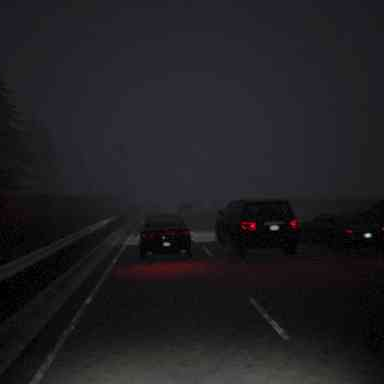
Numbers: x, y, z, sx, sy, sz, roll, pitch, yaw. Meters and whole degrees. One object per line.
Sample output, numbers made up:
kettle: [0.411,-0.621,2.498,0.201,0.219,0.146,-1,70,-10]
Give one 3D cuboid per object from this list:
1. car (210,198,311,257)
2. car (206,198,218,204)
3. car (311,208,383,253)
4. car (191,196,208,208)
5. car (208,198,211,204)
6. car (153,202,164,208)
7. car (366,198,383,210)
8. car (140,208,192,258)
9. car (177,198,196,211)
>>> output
car: [2.411,1.285,13.493,2.150,2.045,5.566,-2,0,-6]
car: [5.144,2.255,85.666,2.128,1.511,4.902,-2,-1,-6]
car: [5.930,1.509,13.582,1.994,1.385,4.181,-2,-1,-6]
car: [0.953,1.951,59.873,2.097,1.767,4.553,-2,-1,-6]
car: [4.461,2.047,60.060,1.994,1.385,4.181,-2,-1,-6]
car: [-5.829,2.405,57.625,1.895,1.301,4.718,-2,-1,-6]
car: [9.365,1.059,14.270,2.150,2.045,5.566,-2,0,-6]
car: [-1.134,1.662,13.833,1.882,1.535,5.008,-2,0,-6]
car: [-1.079,2.008,46.854,1.882,1.535,5.008,-2,-1,-6]
